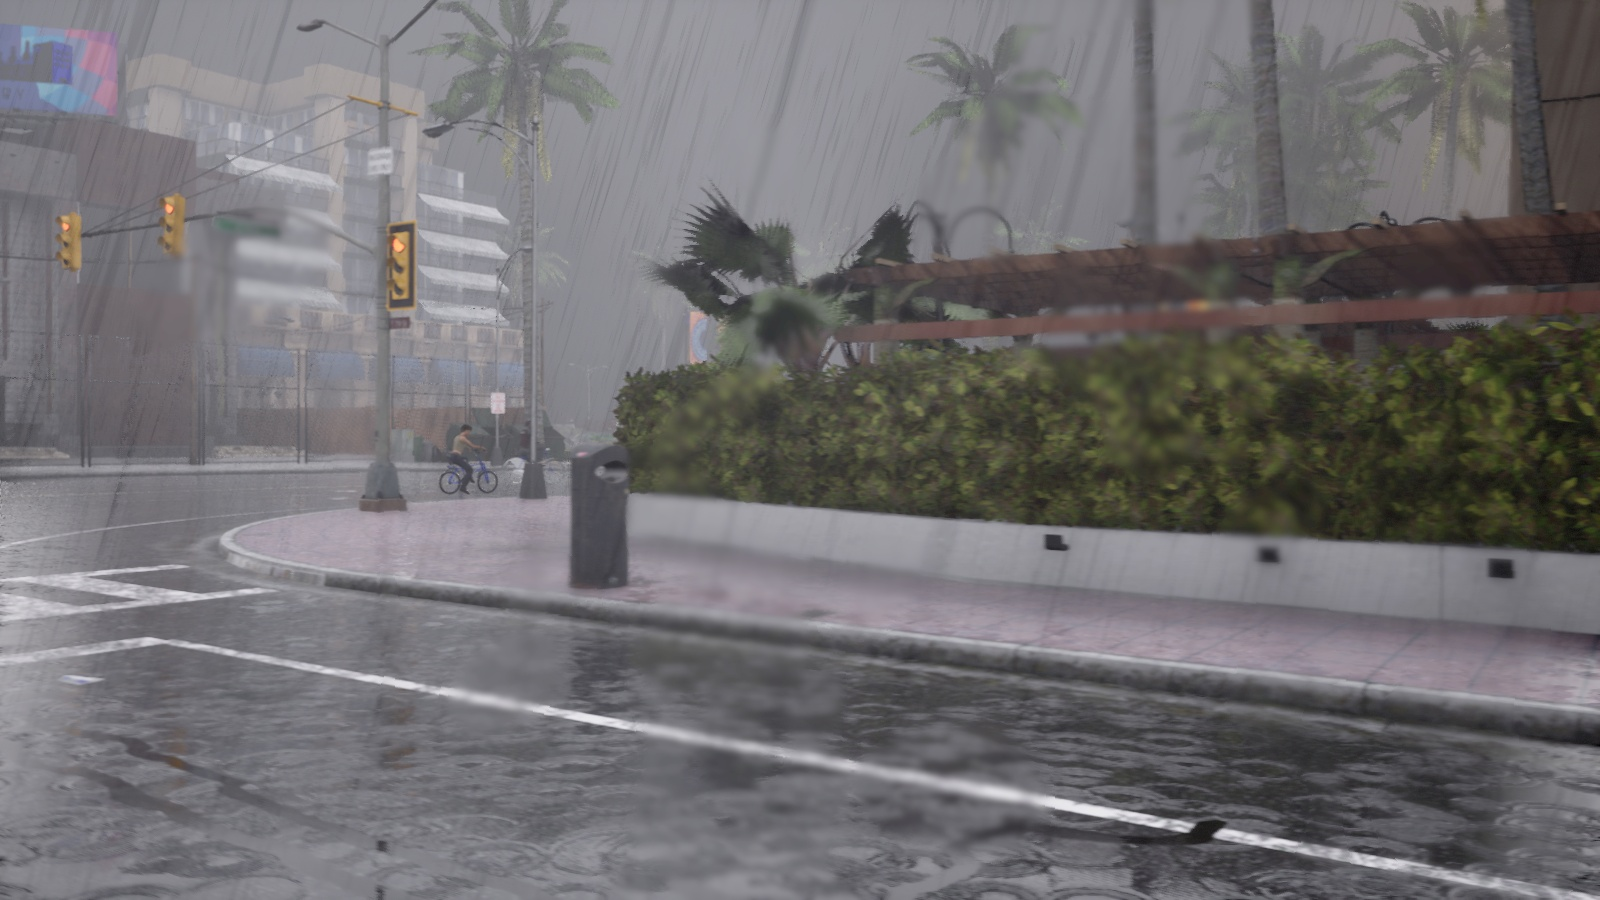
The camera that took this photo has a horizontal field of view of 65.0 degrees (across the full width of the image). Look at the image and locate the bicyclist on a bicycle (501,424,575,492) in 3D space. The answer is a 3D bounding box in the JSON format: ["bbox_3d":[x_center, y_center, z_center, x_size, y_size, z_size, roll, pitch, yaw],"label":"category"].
[{"bbox_3d":[-7.088,0.194,34.067,1.843,1.776,0.659,-1,1,-40],"label":"bicyclist on a bicycle"}]

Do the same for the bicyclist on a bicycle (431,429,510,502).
[{"bbox_3d":[-7.586,0.335,28.964,1.509,1.612,0.866,-1,1,-43],"label":"bicyclist on a bicycle"}]
